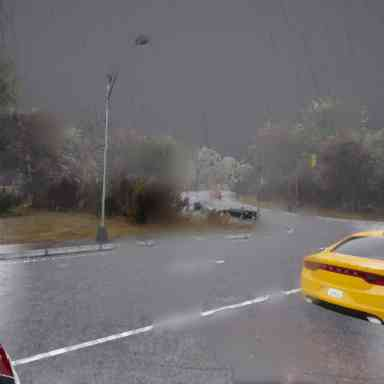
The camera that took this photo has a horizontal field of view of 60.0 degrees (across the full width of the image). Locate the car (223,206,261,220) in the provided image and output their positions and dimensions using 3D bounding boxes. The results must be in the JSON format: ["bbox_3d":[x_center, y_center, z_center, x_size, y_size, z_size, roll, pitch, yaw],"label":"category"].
[{"bbox_3d":[5.122,2.148,34.311,1.895,1.301,4.718,3,-1,-22],"label":"car"}]

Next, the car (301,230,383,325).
[{"bbox_3d":[4.374,1.543,6.873,5.008,1.535,1.882,1,-1,-35],"label":"car"}]

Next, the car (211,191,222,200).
[{"bbox_3d":[5.747,0.743,78.981,2.150,2.045,5.566,2,2,-1],"label":"car"}]

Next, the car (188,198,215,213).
[{"bbox_3d":[1.595,1.915,43.669,2.128,1.511,4.902,2,0,-18],"label":"car"}]

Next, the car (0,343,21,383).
[{"bbox_3d":[-3.217,1.353,1.456,4.553,1.767,2.097,0,0,-35],"label":"car"}]
